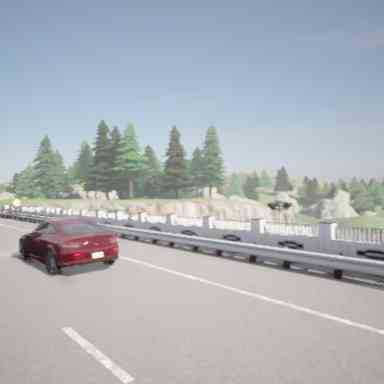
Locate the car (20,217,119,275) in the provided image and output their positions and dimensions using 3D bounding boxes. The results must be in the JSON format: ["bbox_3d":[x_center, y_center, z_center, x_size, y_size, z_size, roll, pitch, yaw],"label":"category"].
[{"bbox_3d":[-3.988,1.520,10.512,1.812,1.442,4.674,-2,0,-41],"label":"car"}]
